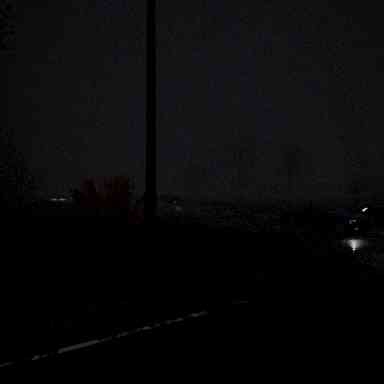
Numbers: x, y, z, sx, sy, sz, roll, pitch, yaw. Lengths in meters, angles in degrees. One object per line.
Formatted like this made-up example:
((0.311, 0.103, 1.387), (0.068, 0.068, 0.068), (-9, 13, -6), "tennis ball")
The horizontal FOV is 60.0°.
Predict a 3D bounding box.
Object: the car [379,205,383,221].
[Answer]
((13.716, 1.213, 21.944), (2.097, 1.767, 4.553), (-1, 1, -35), "car")

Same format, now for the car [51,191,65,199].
((-28.092, 0.548, 69.712), (2.097, 1.767, 4.553), (-1, 1, -31), "car")

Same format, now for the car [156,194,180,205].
((-3.589, 1.024, 46.479), (1.837, 1.490, 4.892), (-1, 1, -35), "car")

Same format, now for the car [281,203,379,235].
((7.382, 1.410, 18.792), (1.882, 1.535, 5.008), (-1, 1, -35), "car")
